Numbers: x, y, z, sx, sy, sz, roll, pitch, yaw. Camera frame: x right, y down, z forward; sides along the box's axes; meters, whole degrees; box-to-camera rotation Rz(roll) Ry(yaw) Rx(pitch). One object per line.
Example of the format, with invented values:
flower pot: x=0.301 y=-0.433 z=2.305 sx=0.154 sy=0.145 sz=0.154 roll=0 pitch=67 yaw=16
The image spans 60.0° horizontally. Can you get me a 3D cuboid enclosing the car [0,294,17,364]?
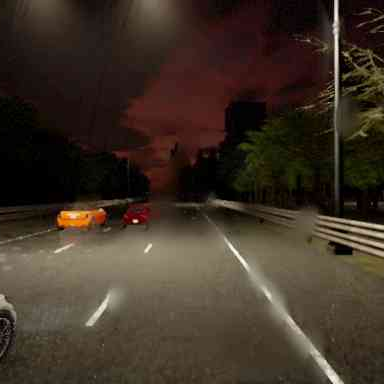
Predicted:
car: x=-3.413 y=1.546 z=2.830 sx=1.812 sy=1.442 sz=4.674 roll=0 pitch=0 yaw=0

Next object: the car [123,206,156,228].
car: x=-3.585 y=1.686 z=23.181 sx=1.812 sy=1.442 sz=4.674 roll=0 pitch=0 yaw=-1

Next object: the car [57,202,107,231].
car: x=-7.056 y=1.504 z=21.850 sx=2.097 sy=1.767 sz=4.553 roll=0 pitch=0 yaw=-1
